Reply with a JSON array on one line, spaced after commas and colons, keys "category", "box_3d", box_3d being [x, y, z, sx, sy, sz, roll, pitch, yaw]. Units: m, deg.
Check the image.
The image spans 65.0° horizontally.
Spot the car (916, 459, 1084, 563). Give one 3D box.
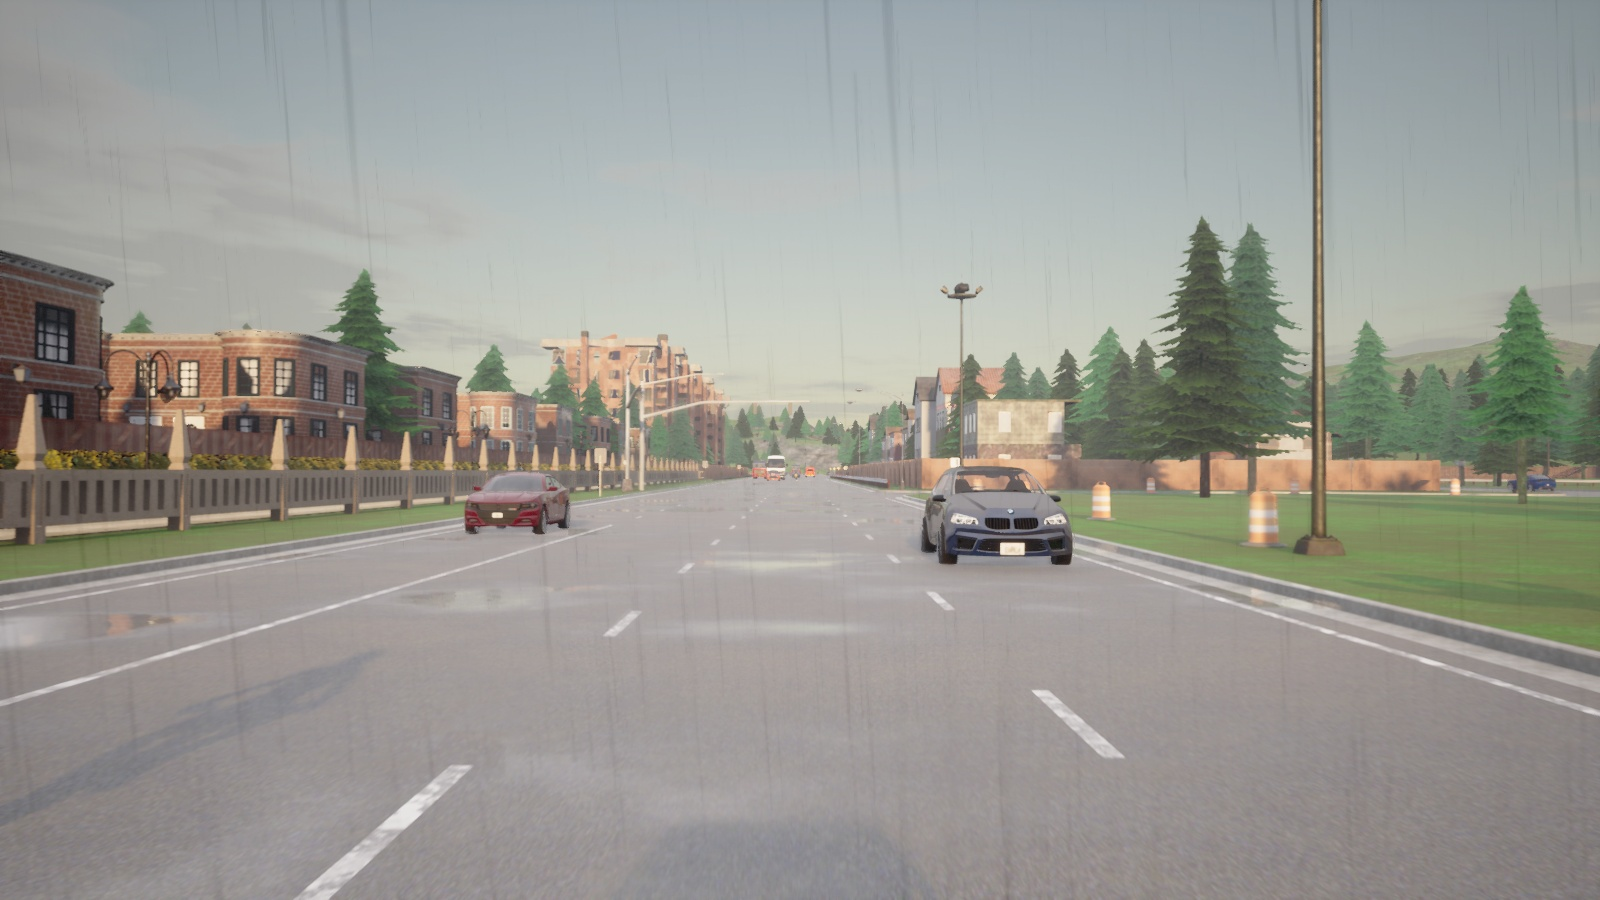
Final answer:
[{"category": "car", "box_3d": [3.435, 1.022, 22.522, 2.242, 1.667, 4.611, 0, -1, 0]}]

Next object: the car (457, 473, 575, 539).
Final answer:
[{"category": "car", "box_3d": [-7.092, 1.355, 31.915, 1.882, 1.535, 5.008, 0, -1, 0]}]
